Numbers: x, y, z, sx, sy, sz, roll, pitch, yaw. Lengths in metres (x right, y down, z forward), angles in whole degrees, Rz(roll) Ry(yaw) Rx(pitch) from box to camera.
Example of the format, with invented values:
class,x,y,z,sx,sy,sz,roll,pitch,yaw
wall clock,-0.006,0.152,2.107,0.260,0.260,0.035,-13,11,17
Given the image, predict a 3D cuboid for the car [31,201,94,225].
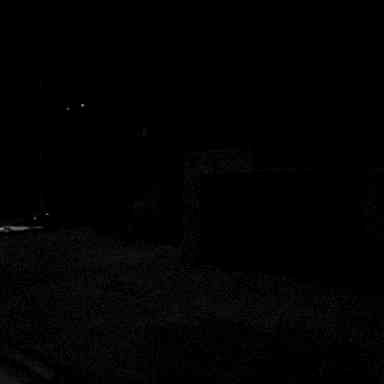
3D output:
class,x,y,z,sx,sy,sz,roll,pitch,yaw
car,-8.448,1.360,22.803,2.128,1.511,4.902,0,1,34
